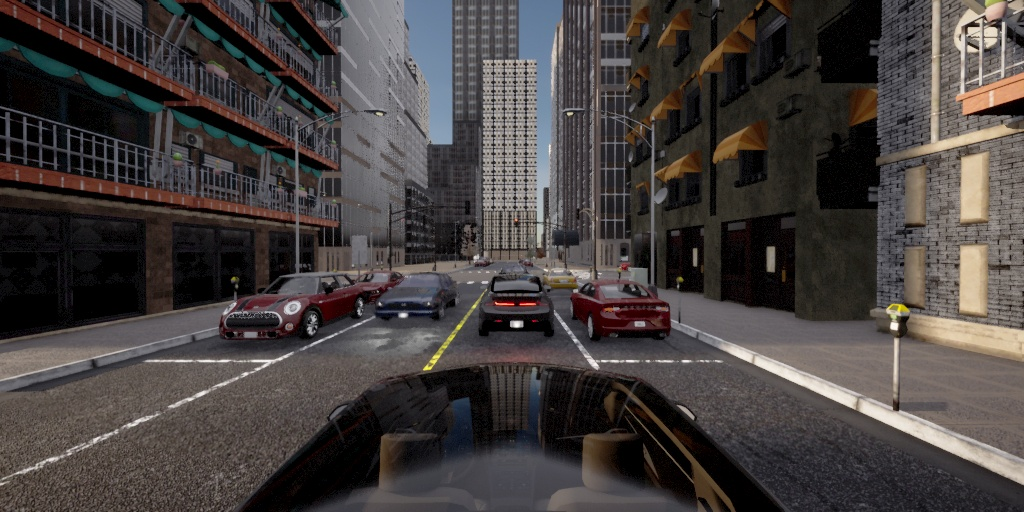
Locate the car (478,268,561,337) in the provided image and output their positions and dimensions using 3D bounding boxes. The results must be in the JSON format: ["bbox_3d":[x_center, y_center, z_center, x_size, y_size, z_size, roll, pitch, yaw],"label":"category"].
[{"bbox_3d":[0.108,1.253,10.323,1.837,1.490,4.892,0,0,0],"label":"car"}]

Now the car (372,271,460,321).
[{"bbox_3d":[-3.068,1.296,12.786,2.033,1.411,5.357,0,0,0],"label":"car"}]

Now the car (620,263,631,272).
[{"bbox_3d":[14.301,1.005,39.948,4.507,1.381,1.888,0,0,0],"label":"car"}]

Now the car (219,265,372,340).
[{"bbox_3d":[-5.684,1.188,9.793,1.967,1.591,4.097,0,0,0],"label":"car"}]

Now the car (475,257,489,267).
[{"bbox_3d":[-5.627,1.291,64.354,1.888,1.381,4.507,0,0,0],"label":"car"}]

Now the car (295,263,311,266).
[{"bbox_3d":[-23.796,1.494,39.666,4.097,1.591,1.967,0,0,0],"label":"car"}]

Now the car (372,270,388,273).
[{"bbox_3d":[-5.678,1.293,15.317,1.888,1.381,4.507,0,0,0],"label":"car"}]

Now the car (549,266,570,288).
[{"bbox_3d":[2.709,1.272,20.988,1.751,1.417,4.829,0,0,0],"label":"car"}]

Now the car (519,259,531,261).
[{"bbox_3d":[2.753,1.185,64.344,1.967,1.591,4.097,0,0,0],"label":"car"}]

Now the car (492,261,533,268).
[{"bbox_3d":[0.118,1.239,20.456,2.128,1.511,4.902,0,0,0],"label":"car"}]

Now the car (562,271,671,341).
[{"bbox_3d":[2.698,1.294,9.771,1.888,1.381,4.507,0,0,0],"label":"car"}]
